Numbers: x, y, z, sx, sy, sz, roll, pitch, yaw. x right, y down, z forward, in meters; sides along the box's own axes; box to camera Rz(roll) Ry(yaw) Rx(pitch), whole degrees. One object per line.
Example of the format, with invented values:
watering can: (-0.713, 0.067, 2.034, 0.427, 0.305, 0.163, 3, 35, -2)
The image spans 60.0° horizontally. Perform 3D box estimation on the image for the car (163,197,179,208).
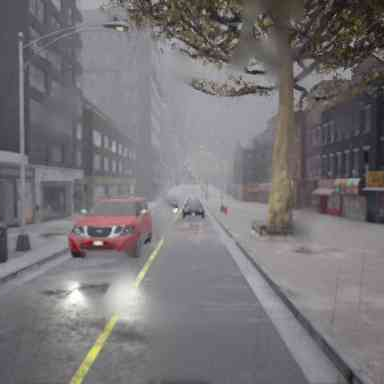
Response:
car: (-2.661, 1.350, 43.426, 2.033, 1.411, 5.357, 0, 0, 0)

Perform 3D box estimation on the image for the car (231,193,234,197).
car: (12.903, 0.555, 88.868, 5.009, 1.841, 2.192, 1, 1, 0)

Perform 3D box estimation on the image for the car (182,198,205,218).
car: (0.132, 1.513, 29.323, 1.895, 1.301, 4.718, 0, 0, 0)

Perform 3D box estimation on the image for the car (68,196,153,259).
car: (-2.826, 1.195, 12.890, 2.150, 2.045, 5.566, 0, 0, 1)
